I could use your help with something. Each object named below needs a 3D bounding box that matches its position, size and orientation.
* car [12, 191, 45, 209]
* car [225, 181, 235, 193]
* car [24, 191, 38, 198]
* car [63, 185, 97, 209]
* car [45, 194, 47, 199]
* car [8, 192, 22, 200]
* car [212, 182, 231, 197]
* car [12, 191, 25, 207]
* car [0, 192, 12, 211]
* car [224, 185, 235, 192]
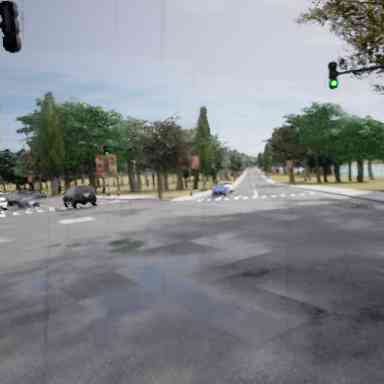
[{"bbox_3d":[-18.702,1.051,37.986,2.128,1.511,4.902,-6,3,-34],"label":"car"},{"bbox_3d":[5.696,-0.776,56.605,2.150,2.045,5.566,-4,1,11],"label":"car"},{"bbox_3d":[-36.338,0.564,75.021,1.882,1.535,5.008,-6,3,-34],"label":"car"},{"bbox_3d":[-11.059,0.447,32.582,2.150,2.045,5.566,-6,3,-33],"label":"car"},{"bbox_3d":[-30.410,0.702,66.448,2.033,1.411,5.357,-6,3,-34],"label":"car"},{"bbox_3d":[-38.999,0.908,73.185,2.128,1.511,4.902,-6,3,-34],"label":"car"},{"bbox_3d":[3.901,-0.184,46.611,1.882,1.535,5.008,-4,1,10],"label":"car"},{"bbox_3d":[-24.067,1.093,45.762,1.882,1.535,5.008,-6,3,-34],"label":"car"},{"bbox_3d":[-21.618,1.080,36.476,2.150,2.045,5.566,-6,3,-34],"label":"car"},{"bbox_3d":[7.602,-0.712,66.955,1.895,1.301,4.718,-4,1,10],"label":"car"}]
